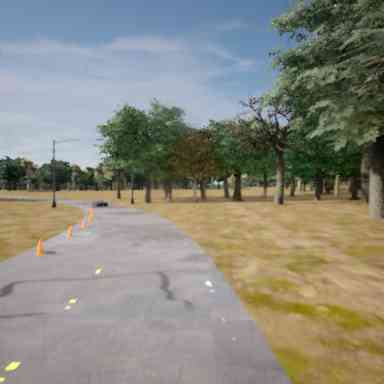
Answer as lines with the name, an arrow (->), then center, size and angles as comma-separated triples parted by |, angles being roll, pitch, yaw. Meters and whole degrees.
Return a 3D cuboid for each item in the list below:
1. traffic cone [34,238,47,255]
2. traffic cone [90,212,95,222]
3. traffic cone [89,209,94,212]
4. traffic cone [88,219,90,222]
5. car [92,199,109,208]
traffic cone -> -5.735, 2.050, 12.600 | 0.340, 0.580, 0.340 | 0, 0, -7
traffic cone -> -8.243, 2.100, 27.071 | 0.340, 0.580, 0.340 | -1, 0, -13
traffic cone -> -9.440, 2.116, 31.821 | 0.340, 0.580, 0.340 | -1, 0, -15
traffic cone -> -7.225, 2.085, 22.280 | 0.340, 0.580, 0.340 | -1, 0, -11
car -> -14.198, 1.783, 51.600 | 1.895, 1.301, 4.718 | -1, 0, -24
